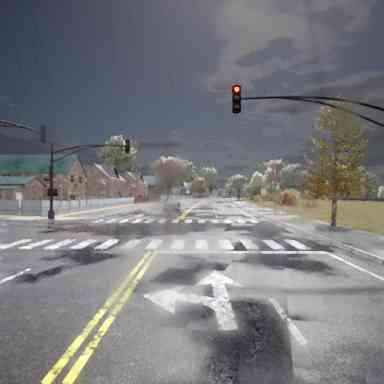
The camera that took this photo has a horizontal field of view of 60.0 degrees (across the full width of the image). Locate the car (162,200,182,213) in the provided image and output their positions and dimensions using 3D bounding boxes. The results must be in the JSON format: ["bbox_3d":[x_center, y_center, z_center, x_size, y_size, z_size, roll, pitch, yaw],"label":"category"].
[{"bbox_3d":[-2.226,1.642,38.246,1.812,1.442,4.674,0,0,3],"label":"car"}]
